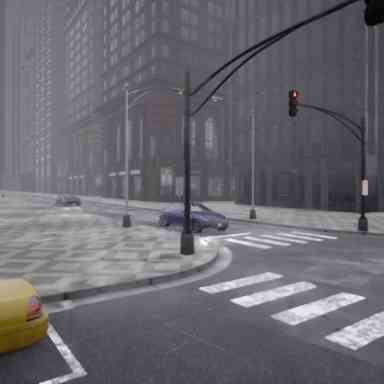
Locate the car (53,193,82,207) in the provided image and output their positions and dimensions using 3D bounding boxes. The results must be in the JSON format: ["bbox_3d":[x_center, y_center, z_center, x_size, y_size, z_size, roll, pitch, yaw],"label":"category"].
[{"bbox_3d":[-13.860,0.867,36.844,2.033,1.411,5.357,0,1,-36],"label":"car"}]

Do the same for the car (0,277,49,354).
[{"bbox_3d":[-4.232,1.525,3.625,4.829,1.417,1.752,0,0,-36],"label":"car"}]

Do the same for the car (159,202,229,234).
[{"bbox_3d":[-0.067,1.273,17.859,1.812,1.442,4.674,0,1,-37],"label":"car"}]
